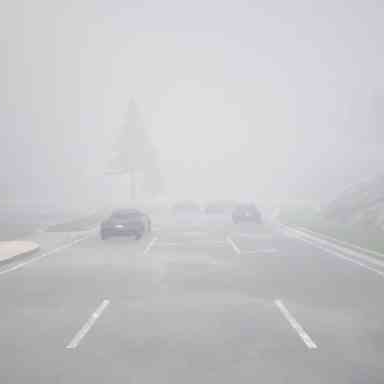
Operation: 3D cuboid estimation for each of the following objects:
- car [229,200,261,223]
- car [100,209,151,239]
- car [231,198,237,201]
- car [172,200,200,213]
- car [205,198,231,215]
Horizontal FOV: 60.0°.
[{"bbox_3d":[4.071,1.563,25.298,1.994,1.385,4.181,0,0,5],"label":"car"},{"bbox_3d":[-3.345,1.564,17.436,1.994,1.385,4.181,0,0,1],"label":"car"},{"bbox_3d":[5.299,1.526,44.170,1.812,1.442,4.674,0,0,16],"label":"car"},{"bbox_3d":[-0.591,1.547,36.386,2.033,1.411,5.357,0,0,16],"label":"car"},{"bbox_3d":[2.540,1.526,34.208,1.812,1.442,4.674,0,0,15],"label":"car"}]
